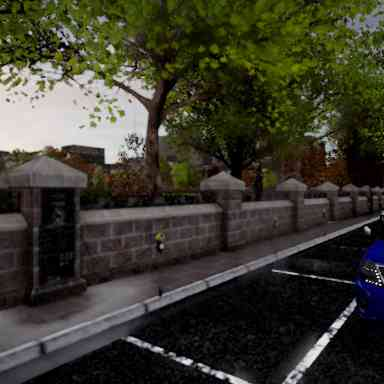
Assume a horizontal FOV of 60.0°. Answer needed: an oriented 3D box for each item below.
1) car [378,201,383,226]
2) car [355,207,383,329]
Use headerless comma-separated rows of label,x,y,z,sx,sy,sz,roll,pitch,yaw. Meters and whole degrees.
car,14.539,1.437,23.386,1.967,1.590,4.097,0,0,37
car,4.815,1.218,6.399,2.150,2.045,5.566,0,0,38
